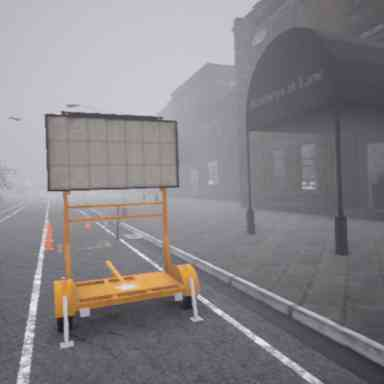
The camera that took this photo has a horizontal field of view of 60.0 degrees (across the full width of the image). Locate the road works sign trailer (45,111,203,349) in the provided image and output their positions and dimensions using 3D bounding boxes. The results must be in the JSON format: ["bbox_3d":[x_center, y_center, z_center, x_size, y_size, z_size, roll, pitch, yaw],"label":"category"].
[{"bbox_3d":[-1.434,0.353,6.322,2.380,3.560,2.880,-2,1,-23],"label":"road works sign trailer"}]

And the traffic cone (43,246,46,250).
[{"bbox_3d":[-5.312,1.823,12.288,0.340,0.580,0.340,-2,1,-23],"label":"traffic cone"}]

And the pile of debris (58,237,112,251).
[{"bbox_3d":[-4.132,1.988,12.792,1.860,0.140,1.500,-2,1,-23],"label":"pile of debris"}]

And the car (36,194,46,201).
[{"bbox_3d":[-31.285,1.142,68.962,2.033,1.411,5.357,-2,1,-23],"label":"car"}]
